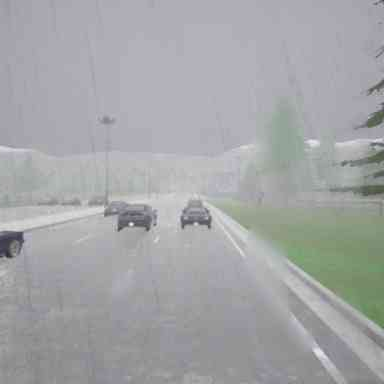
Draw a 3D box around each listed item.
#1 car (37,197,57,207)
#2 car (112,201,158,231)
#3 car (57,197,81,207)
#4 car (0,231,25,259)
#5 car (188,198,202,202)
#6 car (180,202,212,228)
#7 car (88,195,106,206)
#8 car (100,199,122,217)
[{"bbox_3d":[-21.758,1.444,50.599,1.812,1.442,4.674,0,0,0],"label":"car"},{"bbox_3d":[-3.252,1.480,20.334,1.837,1.490,4.892,0,0,0],"label":"car"},{"bbox_3d":[-18.258,1.449,50.392,1.812,1.442,4.674,0,0,0],"label":"car"},{"bbox_3d":[-6.829,1.581,9.617,1.895,1.301,4.718,0,0,0],"label":"car"},{"bbox_3d":[0.395,1.453,41.698,2.128,1.511,4.902,0,0,0],"label":"car"},{"bbox_3d":[0.257,1.580,21.849,1.895,1.301,4.718,0,0,0],"label":"car"},{"bbox_3d":[-14.758,1.278,52.082,2.097,1.767,4.553,0,0,0],"label":"car"},{"bbox_3d":[-6.675,1.524,30.635,1.994,1.385,4.181,0,0,0],"label":"car"}]
